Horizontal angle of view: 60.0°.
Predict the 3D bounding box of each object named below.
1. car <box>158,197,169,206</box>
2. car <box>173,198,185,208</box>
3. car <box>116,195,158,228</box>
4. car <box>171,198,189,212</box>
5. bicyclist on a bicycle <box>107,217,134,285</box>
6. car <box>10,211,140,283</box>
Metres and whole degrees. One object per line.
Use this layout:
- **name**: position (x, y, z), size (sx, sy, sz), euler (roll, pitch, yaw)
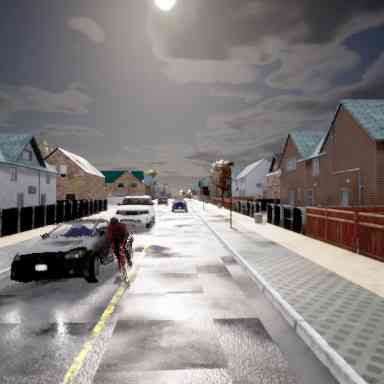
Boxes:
- **car**: position (-5.221, 1.687, 59.460), size (1.837, 1.490, 4.892), euler (0, 0, -2)
- **car**: position (-1.947, 1.664, 51.015), size (1.812, 1.442, 4.674), euler (0, 0, -2)
- **car**: position (-3.712, 1.256, 22.482), size (2.150, 2.045, 5.566), euler (0, -1, -2)
- **car**: position (-1.511, 1.618, 40.546), size (1.812, 1.442, 4.674), euler (0, 0, -2)
- **bicyclist on a bicycle**: position (-1.806, 1.412, 8.449), size (0.582, 1.620, 1.656), euler (-12, 11, -8)
- **car**: position (-3.181, 1.521, 9.597), size (1.994, 1.385, 4.181), euler (-3, 0, 8)
